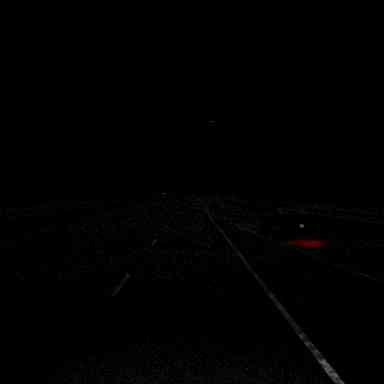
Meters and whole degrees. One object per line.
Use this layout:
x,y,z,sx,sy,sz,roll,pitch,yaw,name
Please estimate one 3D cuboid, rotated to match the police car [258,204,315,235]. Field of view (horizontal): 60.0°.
5.298,1.519,19.442,1.930,1.638,5.238,0,0,-6,police car
